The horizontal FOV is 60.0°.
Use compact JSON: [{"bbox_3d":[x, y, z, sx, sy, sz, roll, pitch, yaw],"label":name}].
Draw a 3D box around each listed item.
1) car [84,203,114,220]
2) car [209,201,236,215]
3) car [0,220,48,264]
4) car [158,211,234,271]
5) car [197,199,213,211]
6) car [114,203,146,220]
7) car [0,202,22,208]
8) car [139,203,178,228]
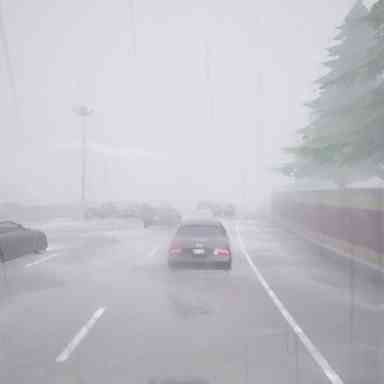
[{"bbox_3d":[-7.968,1.664,29.698,1.812,1.442,4.674,0,0,10],"label":"car"},{"bbox_3d":[3.226,1.710,32.244,1.895,1.301,4.718,0,0,12],"label":"car"},{"bbox_3d":[-6.628,1.629,11.170,1.994,1.385,4.181,0,0,3],"label":"car"},{"bbox_3d":[0.319,1.588,11.043,2.033,1.411,5.357,0,0,3],"label":"car"},{"bbox_3d":[1.924,1.648,41.179,1.837,1.490,4.892,0,-1,16],"label":"car"},{"bbox_3d":[-4.557,1.672,29.129,2.033,1.411,5.357,0,0,10],"label":"car"},{"bbox_3d":[-18.361,1.709,32.175,1.812,1.442,4.674,0,0,11],"label":"car"},{"bbox_3d":[-1.954,1.657,23.064,1.994,1.385,4.181,0,0,8],"label":"car"}]
